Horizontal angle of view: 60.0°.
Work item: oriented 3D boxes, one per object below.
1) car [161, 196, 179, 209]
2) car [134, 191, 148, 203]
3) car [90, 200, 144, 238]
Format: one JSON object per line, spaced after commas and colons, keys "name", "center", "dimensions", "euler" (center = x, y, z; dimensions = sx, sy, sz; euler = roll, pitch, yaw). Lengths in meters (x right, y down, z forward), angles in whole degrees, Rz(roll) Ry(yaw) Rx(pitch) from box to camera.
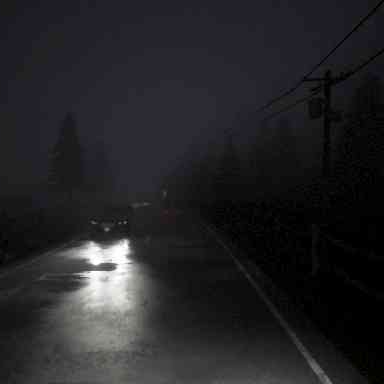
{"name": "car", "center": [-2.679, 1.192, 40.267], "dimensions": [2.128, 1.511, 4.902], "euler": [0, 0, -7]}
{"name": "car", "center": [-9.023, 0.788, 58.728], "dimensions": [2.150, 2.045, 5.566], "euler": [0, 1, -10]}
{"name": "car", "center": [-3.886, 1.366, 17.105], "dimensions": [2.128, 1.511, 4.902], "euler": [0, 0, -3]}
